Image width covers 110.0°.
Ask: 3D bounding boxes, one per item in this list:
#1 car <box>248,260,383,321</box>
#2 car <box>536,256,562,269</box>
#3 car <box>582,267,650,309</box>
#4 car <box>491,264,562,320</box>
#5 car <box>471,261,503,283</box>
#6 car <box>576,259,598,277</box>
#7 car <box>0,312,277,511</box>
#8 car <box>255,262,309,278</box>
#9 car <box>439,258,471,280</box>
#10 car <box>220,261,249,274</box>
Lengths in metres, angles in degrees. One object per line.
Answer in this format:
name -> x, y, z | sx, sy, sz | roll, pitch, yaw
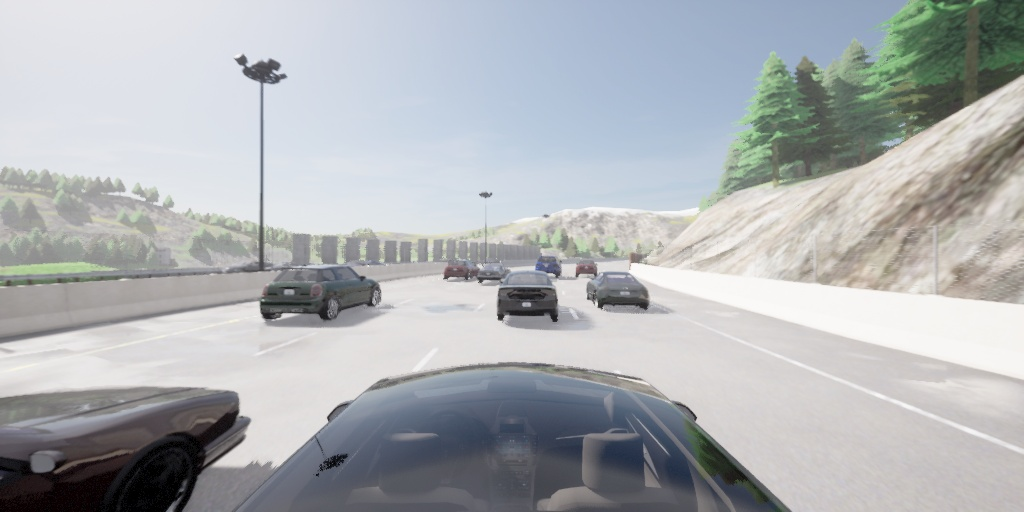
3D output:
car -> -6.422, 1.088, 12.652 | 2.097, 1.767, 4.553 | 0, 0, 3
car -> 3.558, 0.989, 34.475 | 2.150, 2.045, 5.566 | 0, 0, 11
car -> 4.287, 1.328, 15.081 | 1.994, 1.385, 4.181 | 0, 0, 5
car -> 0.575, 1.232, 12.673 | 1.882, 1.535, 5.008 | 0, 0, 4
car -> -1.279, 1.301, 27.478 | 2.033, 1.411, 5.357 | 0, 0, 9
car -> 7.581, 1.130, 36.387 | 2.097, 1.767, 4.553 | 0, 0, 12
car -> -3.379, 1.288, 0.867 | 2.033, 1.411, 5.357 | 0, 0, 0
car -> -21.627, 1.267, 33.984 | 1.994, 1.385, 4.181 | 0, 0, 10
car -> -4.218, 1.099, 30.846 | 2.097, 1.767, 4.553 | 0, 0, 10
car -> -25.130, 1.185, 34.264 | 2.128, 1.511, 4.902 | 0, 0, 10
